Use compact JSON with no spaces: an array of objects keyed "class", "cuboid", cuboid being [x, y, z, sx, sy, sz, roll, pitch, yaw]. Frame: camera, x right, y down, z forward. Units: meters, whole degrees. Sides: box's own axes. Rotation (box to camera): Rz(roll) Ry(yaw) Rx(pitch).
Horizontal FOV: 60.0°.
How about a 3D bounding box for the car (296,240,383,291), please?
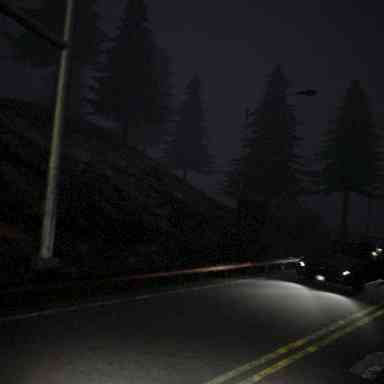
[{"class":"car","cuboid":[5.876,2.502,12.119,5.357,1.411,2.033,7,-3,-44]}]
